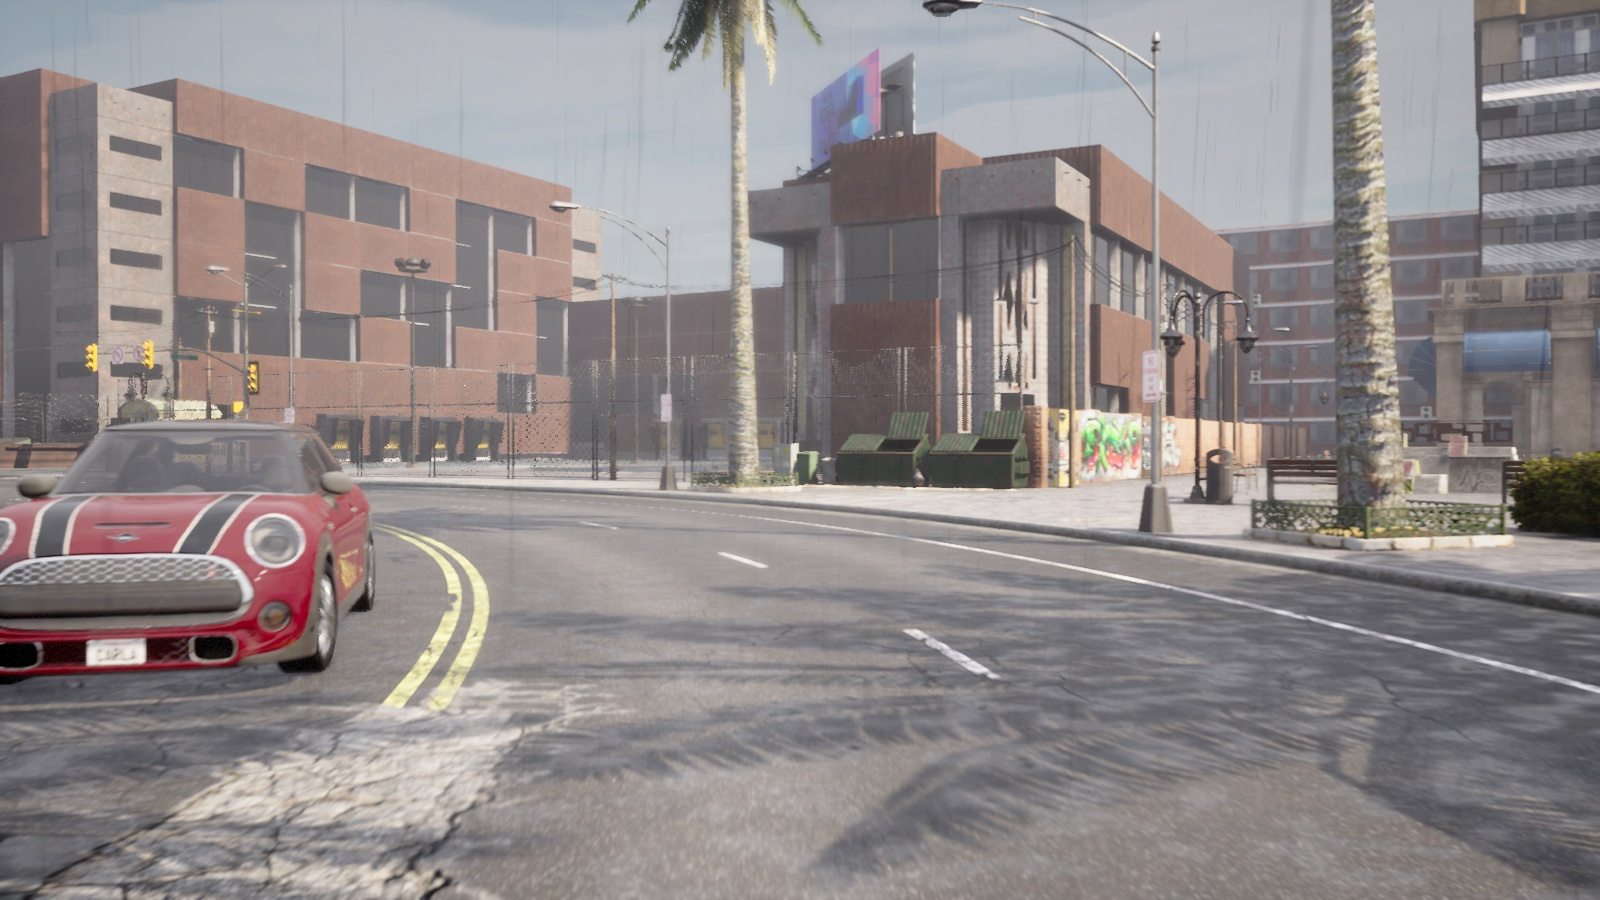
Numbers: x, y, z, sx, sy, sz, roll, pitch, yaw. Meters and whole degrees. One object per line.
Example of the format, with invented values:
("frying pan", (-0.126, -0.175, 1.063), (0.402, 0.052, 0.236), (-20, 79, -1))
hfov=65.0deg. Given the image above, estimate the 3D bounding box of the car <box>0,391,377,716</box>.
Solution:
("car", (-4.397, 0.551, 9.150), (2.097, 1.767, 4.553), (0, 0, -13))
